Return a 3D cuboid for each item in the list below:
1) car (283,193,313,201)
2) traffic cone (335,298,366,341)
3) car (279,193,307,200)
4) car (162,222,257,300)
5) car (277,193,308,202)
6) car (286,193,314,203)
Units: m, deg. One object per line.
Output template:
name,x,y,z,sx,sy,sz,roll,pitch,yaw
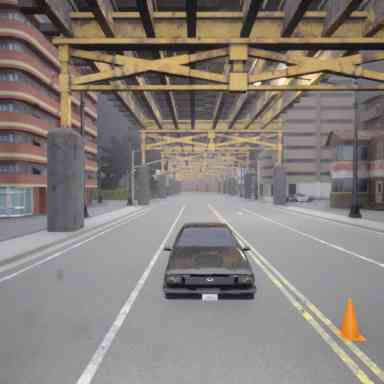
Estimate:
car,17.515,0.847,54.894,4.536,1.218,1.853,0,1,-20
traffic cone,2.454,1.949,5.157,0.340,0.580,0.340,0,0,0
car,17.861,0.800,59.011,4.536,1.218,1.853,0,1,25
car,0.362,1.533,8.764,2.033,1.411,5.357,0,0,1
car,17.814,0.957,59.035,4.974,1.542,2.038,0,1,25
car,17.466,1.005,54.878,4.974,1.542,2.038,0,1,-20
